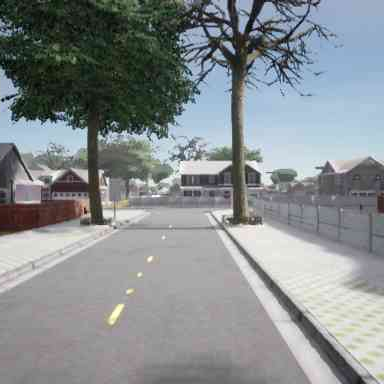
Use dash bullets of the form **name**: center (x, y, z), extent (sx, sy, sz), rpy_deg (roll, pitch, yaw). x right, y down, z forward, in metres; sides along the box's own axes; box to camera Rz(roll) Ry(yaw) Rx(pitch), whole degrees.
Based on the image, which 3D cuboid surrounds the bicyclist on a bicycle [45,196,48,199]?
- **bicyclist on a bicycle**: center (-20.028, 1.423, 45.785), extent (0.582, 1.620, 1.656), rpy_deg (0, 0, 0)
